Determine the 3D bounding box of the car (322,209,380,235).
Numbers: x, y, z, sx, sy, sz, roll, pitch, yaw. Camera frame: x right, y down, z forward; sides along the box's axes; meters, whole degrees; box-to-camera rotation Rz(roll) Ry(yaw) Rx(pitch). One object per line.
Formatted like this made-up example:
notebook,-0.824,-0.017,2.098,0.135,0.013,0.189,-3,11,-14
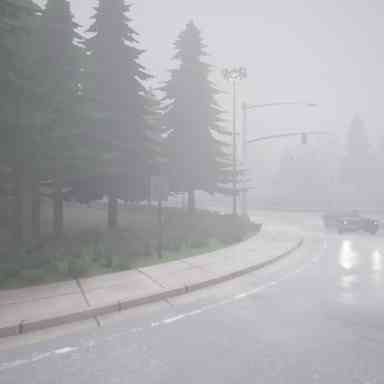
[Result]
car,8.870,1.643,18.946,1.895,1.301,4.718,0,0,9
